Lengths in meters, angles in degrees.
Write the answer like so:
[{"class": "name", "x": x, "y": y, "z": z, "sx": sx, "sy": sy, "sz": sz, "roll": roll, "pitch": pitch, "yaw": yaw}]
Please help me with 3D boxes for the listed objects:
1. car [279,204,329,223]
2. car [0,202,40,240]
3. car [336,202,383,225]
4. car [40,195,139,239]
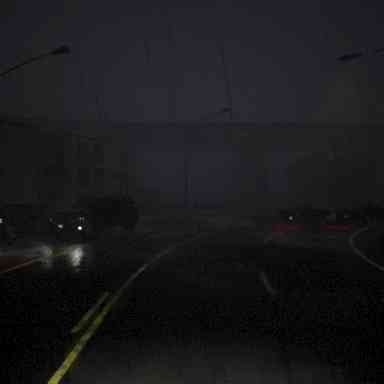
[{"class": "car", "x": 8.603, "y": 1.562, "z": 25.228, "sx": 4.718, "sy": 1.301, "sz": 1.895, "roll": 0, "pitch": 0, "yaw": -45}, {"class": "car", "x": -8.797, "y": 1.325, "z": 16.837, "sx": 2.097, "sy": 1.767, "sz": 4.553, "roll": 0, "pitch": 0, "yaw": 18}, {"class": "car", "x": 12.106, "y": 1.442, "z": 23.556, "sx": 5.008, "sy": 1.535, "sz": 1.882, "roll": 0, "pitch": 0, "yaw": -39}, {"class": "car", "x": -4.929, "y": 1.194, "z": 17.656, "sx": 2.150, "sy": 2.045, "sz": 5.566, "roll": 0, "pitch": 0, "yaw": 22}]
